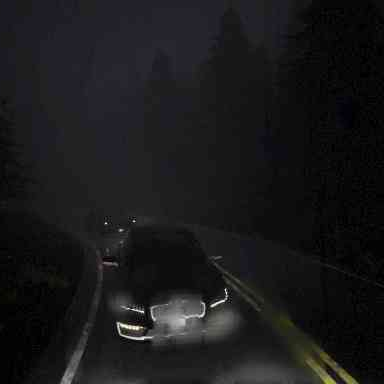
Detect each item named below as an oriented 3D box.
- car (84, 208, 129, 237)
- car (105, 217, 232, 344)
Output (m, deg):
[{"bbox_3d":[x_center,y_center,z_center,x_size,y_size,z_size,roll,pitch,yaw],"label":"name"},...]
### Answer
[{"bbox_3d":[-4.631,1.611,18.541,1.895,1.301,4.718,-3,1,-29],"label":"car"},{"bbox_3d":[-0.644,1.495,6.803,1.837,1.490,4.892,-1,0,-11],"label":"car"}]
